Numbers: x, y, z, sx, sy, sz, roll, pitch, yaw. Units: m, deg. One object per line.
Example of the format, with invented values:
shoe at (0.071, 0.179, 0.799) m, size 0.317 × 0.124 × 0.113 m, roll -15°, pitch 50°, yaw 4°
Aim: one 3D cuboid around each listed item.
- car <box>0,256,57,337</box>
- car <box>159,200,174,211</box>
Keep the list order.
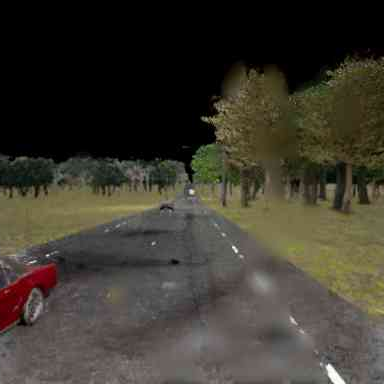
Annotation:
car at (-3.600, 1.626, 4.368) m, size 1.895 × 1.301 × 4.718 m, roll 0°, pitch 0°, yaw 0°
car at (-3.572, 1.908, 47.804) m, size 2.033 × 1.411 × 5.357 m, roll 0°, pitch 0°, yaw 0°
